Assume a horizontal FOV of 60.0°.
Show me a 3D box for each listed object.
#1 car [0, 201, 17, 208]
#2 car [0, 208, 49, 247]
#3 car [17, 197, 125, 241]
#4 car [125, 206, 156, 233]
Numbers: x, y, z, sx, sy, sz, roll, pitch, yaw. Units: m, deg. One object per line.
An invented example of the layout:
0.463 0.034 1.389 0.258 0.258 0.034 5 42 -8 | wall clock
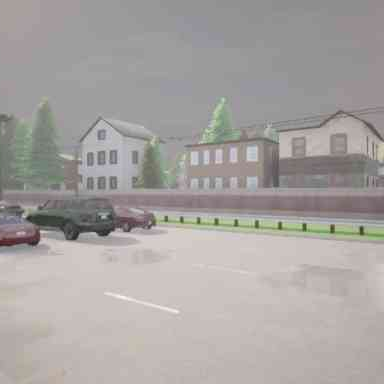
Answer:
-16.415 1.514 28.476 4.892 1.490 1.837 0 0 36 | car
-8.269 1.570 14.066 4.181 1.385 1.994 0 0 36 | car
-6.261 1.255 16.933 5.566 2.045 2.150 0 0 36 | car
-4.204 1.530 19.765 4.674 1.442 1.812 0 0 36 | car
